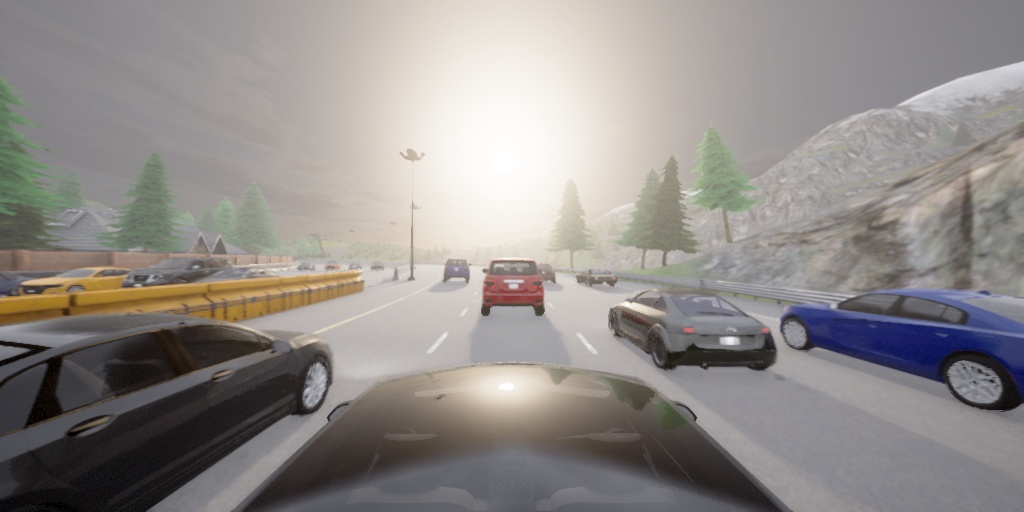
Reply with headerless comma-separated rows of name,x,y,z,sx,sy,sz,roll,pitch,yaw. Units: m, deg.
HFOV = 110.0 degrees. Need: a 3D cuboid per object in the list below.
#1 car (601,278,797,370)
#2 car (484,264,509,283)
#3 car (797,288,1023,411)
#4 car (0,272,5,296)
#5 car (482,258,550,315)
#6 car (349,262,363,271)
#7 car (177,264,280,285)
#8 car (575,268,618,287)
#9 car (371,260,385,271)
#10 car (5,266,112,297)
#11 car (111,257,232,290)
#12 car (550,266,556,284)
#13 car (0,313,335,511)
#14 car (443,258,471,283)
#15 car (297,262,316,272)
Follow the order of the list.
car,3.564,1.377,7.907,1.994,1.385,4.181,0,0,-1
car,-1.516,1.520,32.837,1.837,1.490,4.892,1,0,-8
car,7.084,1.285,6.214,1.882,1.535,5.008,0,0,0
car,-24.766,1.356,16.072,2.033,1.411,5.357,0,0,-2
car,-0.014,1.080,14.228,2.150,2.045,5.566,0,0,-1
car,-25.989,1.678,59.827,2.128,1.511,4.902,0,-1,-18
car,-14.461,1.354,19.117,2.128,1.511,4.902,0,-1,-4
car,6.196,1.584,26.974,1.895,1.301,4.718,0,0,-5
car,-22.269,1.541,59.763,2.097,1.767,4.553,0,-1,-18
car,-21.419,1.315,18.358,1.882,1.535,5.008,0,-1,-3
car,-17.980,1.082,19.845,2.150,2.045,5.566,0,-1,-4
car,2.260,1.355,30.607,2.097,1.767,4.553,0,-1,-7
car,-3.420,1.260,3.120,1.837,1.490,4.892,0,0,0
car,-4.842,1.217,31.587,2.150,2.045,5.566,0,0,-8
car,-32.156,1.677,56.312,2.033,1.411,5.357,0,-1,-18
